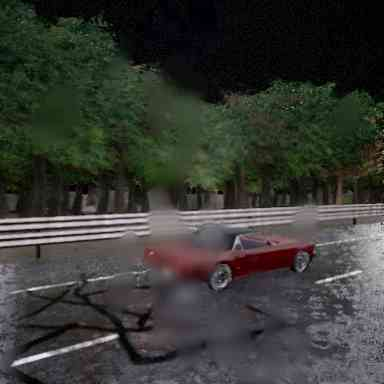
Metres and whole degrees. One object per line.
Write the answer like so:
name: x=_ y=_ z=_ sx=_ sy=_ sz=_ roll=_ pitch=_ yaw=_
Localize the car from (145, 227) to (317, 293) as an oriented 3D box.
car: x=1.244 y=1.597 z=8.935 sx=4.718 sy=1.301 sz=1.895 roll=0 pitch=0 yaw=-35
